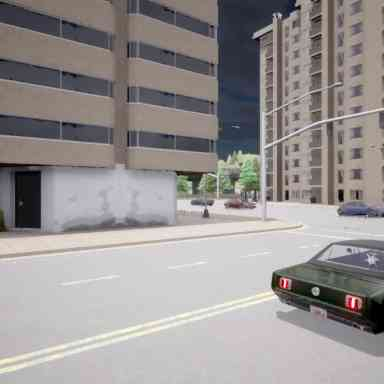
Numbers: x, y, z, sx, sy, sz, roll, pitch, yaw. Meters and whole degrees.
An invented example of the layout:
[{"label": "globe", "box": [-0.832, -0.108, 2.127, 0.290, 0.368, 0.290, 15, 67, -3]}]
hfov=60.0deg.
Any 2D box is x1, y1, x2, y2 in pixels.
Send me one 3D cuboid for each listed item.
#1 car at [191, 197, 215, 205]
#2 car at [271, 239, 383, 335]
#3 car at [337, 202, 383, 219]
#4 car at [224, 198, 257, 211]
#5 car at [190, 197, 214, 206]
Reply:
[{"label": "car", "box": [1.882, 1.601, 59.900, 1.895, 1.301, 4.718, 0, 0, -35]}, {"label": "car", "box": [3.814, 1.601, 6.494, 4.718, 1.301, 1.895, 0, 0, -35]}, {"label": "car", "box": [15.095, 1.564, 29.343, 1.994, 1.385, 4.181, 0, 0, -36]}, {"label": "car", "box": [6.000, 1.525, 41.901, 1.812, 1.442, 4.674, 0, 0, -36]}, {"label": "car", "box": [1.533, 1.564, 54.350, 1.994, 1.385, 4.181, 0, 0, -36]}]
